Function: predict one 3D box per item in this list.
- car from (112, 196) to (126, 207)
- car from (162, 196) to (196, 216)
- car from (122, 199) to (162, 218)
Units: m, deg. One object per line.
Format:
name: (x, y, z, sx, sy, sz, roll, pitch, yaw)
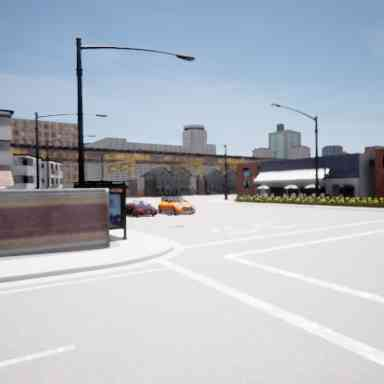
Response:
car: (-11.062, 1.370, 50.336, 1.994, 1.385, 4.181, -1, 1, -12)
car: (-1.512, 1.216, 31.232, 2.097, 1.767, 4.553, -1, 1, -31)
car: (-4.698, 1.504, 29.754, 1.994, 1.385, 4.181, -1, 1, -31)
